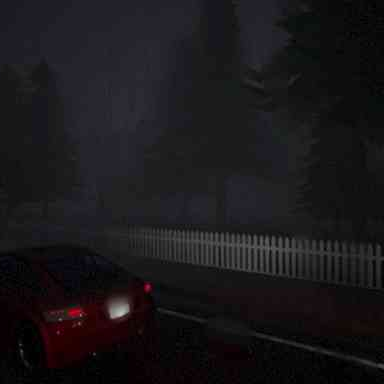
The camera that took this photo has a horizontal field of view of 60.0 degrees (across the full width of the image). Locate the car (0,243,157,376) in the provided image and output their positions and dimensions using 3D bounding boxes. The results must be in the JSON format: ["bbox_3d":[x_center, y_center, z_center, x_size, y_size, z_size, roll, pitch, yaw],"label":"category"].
[{"bbox_3d":[-2.616,1.604,5.678,4.181,1.385,1.994,0,0,35],"label":"car"}]
